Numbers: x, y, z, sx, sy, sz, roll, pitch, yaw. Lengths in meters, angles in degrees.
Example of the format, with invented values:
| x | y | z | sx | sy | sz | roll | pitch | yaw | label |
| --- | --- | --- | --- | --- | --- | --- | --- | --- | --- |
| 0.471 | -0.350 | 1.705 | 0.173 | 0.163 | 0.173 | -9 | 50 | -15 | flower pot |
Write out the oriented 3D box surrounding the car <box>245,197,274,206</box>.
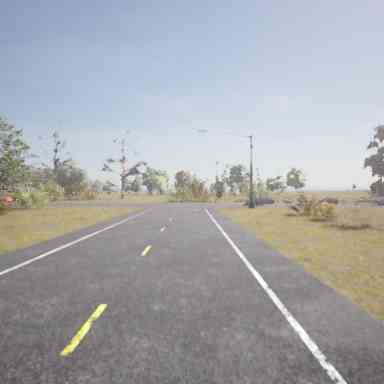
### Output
| x | y | z | sx | sy | sz | roll | pitch | yaw | label |
| --- | --- | --- | --- | --- | --- | --- | --- | --- | --- |
| 10.789 | 1.607 | 54.562 | 4.181 | 1.385 | 1.994 | 0 | 0 | -2 | car |

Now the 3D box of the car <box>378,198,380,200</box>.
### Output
| x | y | z | sx | sy | sz | roll | pitch | yaw | label |
| --- | --- | --- | --- | --- | --- | --- | --- | --- | --- |
| 33.140 | 1.680 | 55.222 | 4.181 | 1.385 | 1.994 | 0 | 0 | -2 | car |

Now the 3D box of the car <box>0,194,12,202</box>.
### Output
| x | y | z | sx | sy | sz | roll | pitch | yaw | label |
| --- | --- | --- | --- | --- | --- | --- | --- | --- | --- |
| -35.271 | 1.182 | 60.280 | 4.553 | 1.767 | 2.097 | 0 | 0 | -2 | car |

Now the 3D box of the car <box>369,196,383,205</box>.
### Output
| x | y | z | sx | sy | sz | roll | pitch | yaw | label |
| --- | --- | --- | --- | --- | --- | --- | --- | --- | --- |
| 36.096 | 1.589 | 62.323 | 5.008 | 1.535 | 1.882 | 0 | 0 | -2 | car |

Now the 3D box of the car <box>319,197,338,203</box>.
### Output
| x | y | z | sx | sy | sz | roll | pitch | yaw | label |
| --- | --- | --- | --- | --- | --- | --- | --- | --- | --- |
| 24.821 | 1.605 | 61.989 | 4.674 | 1.442 | 1.812 | 0 | 0 | -2 | car |

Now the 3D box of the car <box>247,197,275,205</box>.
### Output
| x | y | z | sx | sy | sz | roll | pitch | yaw | label |
| --- | --- | --- | --- | --- | --- | --- | --- | --- | --- |
| 12.787 | 1.595 | 61.633 | 4.674 | 1.442 | 1.812 | 0 | 0 | -2 | car |
